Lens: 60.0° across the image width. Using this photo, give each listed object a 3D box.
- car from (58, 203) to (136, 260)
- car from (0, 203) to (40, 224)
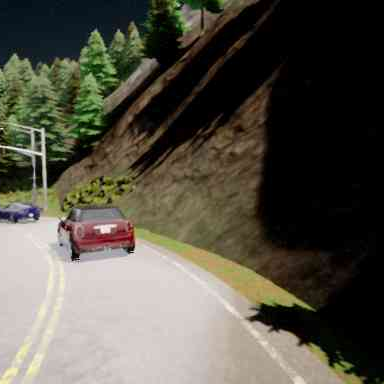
[{"bbox_3d":[-3.735,1.245,12.468,2.097,1.767,4.553,-3,1,-28],"label":"car"},{"bbox_3d":[-13.462,1.564,25.575,4.674,1.442,1.812,-1,1,39],"label":"car"}]
